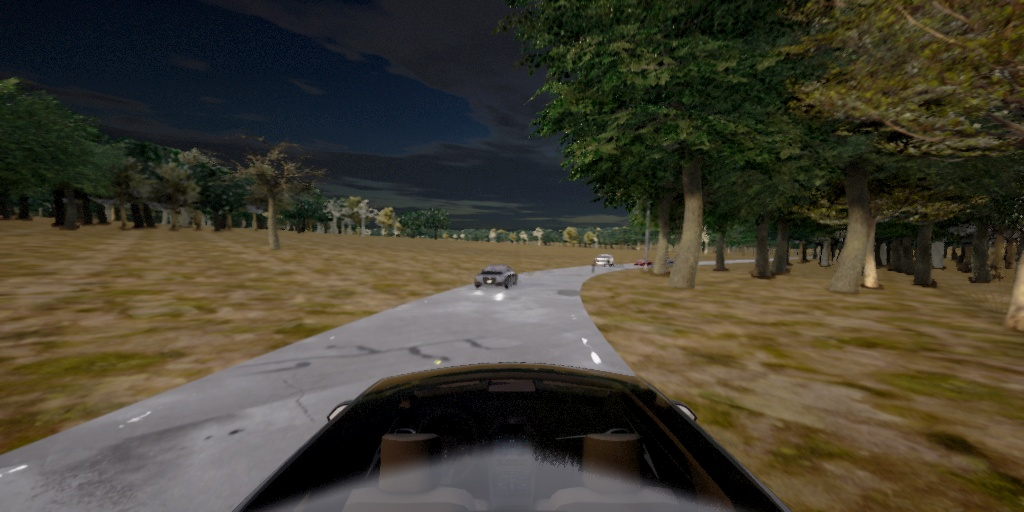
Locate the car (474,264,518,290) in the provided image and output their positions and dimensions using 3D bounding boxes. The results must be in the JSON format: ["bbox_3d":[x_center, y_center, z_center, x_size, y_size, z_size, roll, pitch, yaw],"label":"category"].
[{"bbox_3d":[-0.874,1.216,21.859,1.994,1.385,4.181,1,0,11],"label":"car"}]

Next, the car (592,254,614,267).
[{"bbox_3d":[15.435,0.765,60.693,2.150,2.045,5.566,3,2,34],"label":"car"}]

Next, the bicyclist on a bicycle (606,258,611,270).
[{"bbox_3d":[13.573,1.102,50.305,0.659,1.776,1.843,3,2,29],"label":"bicyclist on a bicycle"}]

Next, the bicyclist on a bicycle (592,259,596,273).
[{"bbox_3d":[9.686,1.189,42.498,0.582,1.620,1.656,2,1,24],"label":"bicyclist on a bicycle"}]
